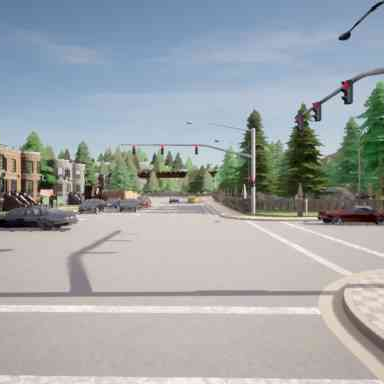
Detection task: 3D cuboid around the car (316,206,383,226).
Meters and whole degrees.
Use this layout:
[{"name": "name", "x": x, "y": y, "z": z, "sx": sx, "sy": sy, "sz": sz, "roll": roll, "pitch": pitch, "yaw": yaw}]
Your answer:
[{"name": "car", "x": 11.175, "y": 1.601, "z": 22.934, "sx": 4.718, "sy": 1.301, "sz": 1.895, "roll": 0, "pitch": 0, "yaw": 2}]

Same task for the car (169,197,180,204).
[{"name": "car", "x": -3.437, "y": 1.601, "z": 65.254, "sx": 1.895, "sy": 1.301, "sz": 4.718, "roll": 0, "pitch": 0, "yaw": 0}]

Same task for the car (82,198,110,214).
[{"name": "car", "x": -10.595, "y": 1.505, "z": 35.564, "sx": 1.837, "sy": 1.490, "sz": 4.892, "roll": 0, "pitch": 0, "yaw": 0}]

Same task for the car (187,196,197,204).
[{"name": "car", "x": 0.063, "y": 1.477, "z": 64.966, "sx": 1.882, "sy": 1.535, "sz": 5.008, "roll": 0, "pitch": 0, "yaw": 0}]

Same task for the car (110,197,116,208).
[{"name": "car", "x": -10.597, "y": 1.491, "z": 44.980, "sx": 2.128, "sy": 1.511, "sz": 4.902, "roll": 0, "pitch": 0, "yaw": 0}]

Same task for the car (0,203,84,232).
[{"name": "car", "x": -9.603, "y": 1.547, "z": 19.764, "sx": 5.357, "sy": 1.411, "sz": 2.033, "roll": 0, "pitch": 0, "yaw": 1}]

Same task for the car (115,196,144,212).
[{"name": "car", "x": -7.085, "y": 1.505, "z": 38.277, "sx": 1.837, "sy": 1.490, "sz": 4.892, "roll": 0, "pitch": 0, "yaw": 0}]

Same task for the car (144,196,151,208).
[{"name": "car", "x": -7.082, "y": 1.352, "z": 47.478, "sx": 2.097, "sy": 1.767, "sz": 4.553, "roll": 0, "pitch": 0, "yaw": 0}]
